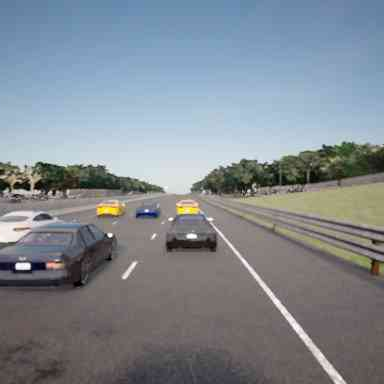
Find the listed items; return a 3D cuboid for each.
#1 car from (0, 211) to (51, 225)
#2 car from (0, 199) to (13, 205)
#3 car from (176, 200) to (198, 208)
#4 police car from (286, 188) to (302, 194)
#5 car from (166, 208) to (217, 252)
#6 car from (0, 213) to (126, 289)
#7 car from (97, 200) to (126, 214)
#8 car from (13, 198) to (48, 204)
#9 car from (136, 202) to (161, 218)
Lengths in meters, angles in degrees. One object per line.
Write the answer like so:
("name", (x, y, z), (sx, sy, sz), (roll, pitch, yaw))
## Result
("car", (-7.054, 1.532, 14.496), (1.812, 1.442, 4.674), (0, 0, -1))
("car", (-21.814, 1.541, 38.758), (2.033, 1.411, 5.357), (0, 0, -1))
("car", (-0.430, 1.485, 31.113), (1.882, 1.535, 5.008), (0, 0, -1))
("police car", (22.537, -0.042, 73.580), (1.930, 1.638, 5.238), (0, -4, -15))
("car", (-0.048, 1.573, 14.026), (1.994, 1.385, 4.181), (0, 0, -1))
("car", (-3.457, 1.553, 9.250), (2.033, 1.411, 5.357), (0, 0, -1))
("car", (-7.432, 1.482, 31.121), (1.882, 1.535, 5.008), (0, 0, -1))
("car", (-18.312, 1.487, 38.838), (2.128, 1.511, 4.902), (0, 0, -1))
("car", (-3.910, 1.570, 30.207), (1.994, 1.385, 4.181), (0, 0, -1))
